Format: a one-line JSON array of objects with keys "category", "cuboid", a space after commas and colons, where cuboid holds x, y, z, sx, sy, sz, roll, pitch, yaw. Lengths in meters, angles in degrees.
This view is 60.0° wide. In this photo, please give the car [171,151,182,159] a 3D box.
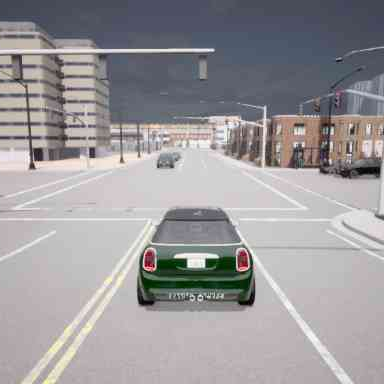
[{"category": "car", "cuboid": [-3.419, -8.319, 74.428, 2.128, 1.511, 4.902, 0, 9, 0]}]

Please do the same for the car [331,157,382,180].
[{"category": "car", "cuboid": [17.060, -2.325, 32.298, 5.566, 2.045, 2.150, 0, 9, 1]}]

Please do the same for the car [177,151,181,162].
[{"category": "car", "cuboid": [-3.504, -6.097, 59.840, 1.994, 1.385, 4.181, 0, 8, 0]}]

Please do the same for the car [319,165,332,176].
[{"category": "car", "cuboid": [15.975, -2.507, 35.818, 4.181, 1.385, 1.994, 0, 9, 0]}]

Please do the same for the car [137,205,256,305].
[{"category": "car", "cuboid": [0.084, 1.072, 7.698, 2.097, 1.767, 4.553, 0, 4, 0]}]

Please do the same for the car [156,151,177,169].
[{"category": "car", "cuboid": [-3.543, -4.238, 45.097, 2.150, 2.045, 5.566, 0, 9, 0]}]
